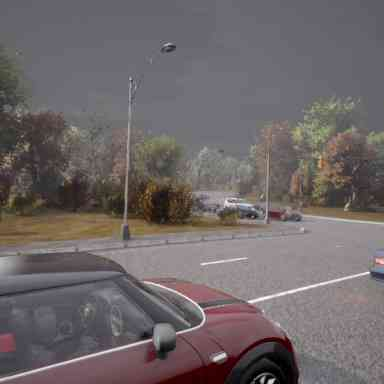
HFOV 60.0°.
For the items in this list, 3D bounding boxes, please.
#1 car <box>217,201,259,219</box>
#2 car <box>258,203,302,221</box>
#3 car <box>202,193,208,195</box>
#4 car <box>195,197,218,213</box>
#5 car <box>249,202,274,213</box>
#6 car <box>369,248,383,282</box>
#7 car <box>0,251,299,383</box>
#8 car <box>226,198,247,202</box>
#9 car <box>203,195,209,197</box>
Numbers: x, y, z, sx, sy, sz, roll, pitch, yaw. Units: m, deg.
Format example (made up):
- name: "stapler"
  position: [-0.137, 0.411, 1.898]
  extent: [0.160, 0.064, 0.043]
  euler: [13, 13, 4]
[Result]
- name: "car"
  position: [5.233, 2.138, 36.609]
  extent: [2.033, 1.411, 5.357]
  euler: [3, -1, -23]
- name: "car"
  position: [9.605, 2.113, 35.467]
  extent: [2.097, 1.767, 4.553]
  euler: [3, -1, -24]
- name: "car"
  position: [3.015, 1.063, 78.433]
  extent: [2.128, 1.511, 4.902]
  euler: [2, 2, -1]
- name: "car"
  position: [1.914, 1.955, 45.764]
  extent: [1.837, 1.490, 4.892]
  euler: [3, 1, -17]
- name: "car"
  position: [10.928, 2.359, 52.751]
  extent: [1.994, 1.385, 4.181]
  euler: [2, 1, -16]
- name: "car"
  position: [6.634, 1.666, 8.499]
  extent: [5.357, 1.411, 2.033]
  euler: [2, -1, -36]
- name: "car"
  position: [-1.121, 1.354, 2.946]
  extent: [4.553, 1.767, 2.097]
  euler: [0, 0, -36]
- name: "car"
  position: [6.175, 1.881, 44.070]
  extent: [2.150, 2.045, 5.566]
  euler: [3, 0, -19]
- name: "car"
  position: [3.111, 1.848, 54.331]
  extent: [1.882, 1.535, 5.008]
  euler: [2, 2, -14]
